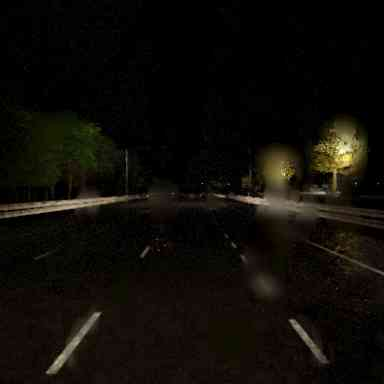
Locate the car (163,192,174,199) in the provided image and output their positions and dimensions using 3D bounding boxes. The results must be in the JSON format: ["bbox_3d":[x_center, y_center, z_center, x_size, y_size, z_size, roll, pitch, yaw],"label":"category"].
[{"bbox_3d":[-6.964,1.005,95.125,2.150,2.045,5.566,0,0,0],"label":"car"}]

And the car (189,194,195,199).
[{"bbox_3d":[0.036,1.378,95.537,1.895,1.301,4.718,0,0,0],"label":"car"}]

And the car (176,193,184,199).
[{"bbox_3d":[-3.464,1.138,95.479,2.097,1.767,4.553,0,0,0],"label":"car"}]

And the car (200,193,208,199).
[{"bbox_3d":[3.536,1.280,95.089,1.837,1.490,4.892,0,0,0],"label":"car"}]
